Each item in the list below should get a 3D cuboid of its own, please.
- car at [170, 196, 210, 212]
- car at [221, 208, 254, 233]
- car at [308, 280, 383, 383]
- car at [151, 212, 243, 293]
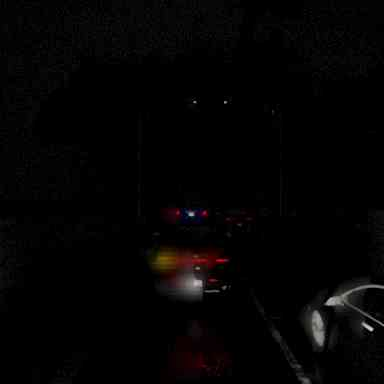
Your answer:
[{"bbox_3d":[-0.122,1.265,20.092,2.150,2.045,5.566,0,0,-2],"label":"car"},{"bbox_3d":[2.464,1.585,19.632,1.887,1.381,4.507,-1,0,0],"label":"car"},{"bbox_3d":[2.603,1.557,3.412,2.008,1.369,4.403,-1,0,0],"label":"car"},{"bbox_3d":[0.032,1.523,8.858,1.837,1.490,4.892,0,0,0],"label":"car"}]
